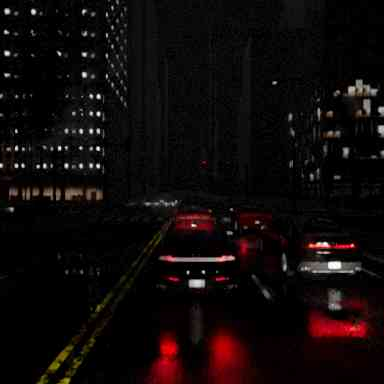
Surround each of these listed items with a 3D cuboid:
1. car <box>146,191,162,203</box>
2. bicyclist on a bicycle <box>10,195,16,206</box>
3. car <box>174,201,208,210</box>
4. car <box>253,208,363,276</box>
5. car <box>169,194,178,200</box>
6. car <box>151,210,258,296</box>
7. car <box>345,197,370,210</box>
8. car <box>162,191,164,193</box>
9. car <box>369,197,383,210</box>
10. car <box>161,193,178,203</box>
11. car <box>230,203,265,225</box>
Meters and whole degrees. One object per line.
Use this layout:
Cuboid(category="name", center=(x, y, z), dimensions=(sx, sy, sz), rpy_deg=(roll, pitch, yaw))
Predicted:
Cuboid(category="car", center=(-7.272, 1.061, 61.355), dimensions=(2.097, 1.767, 4.553), rpy_deg=(0, 0, -1))
Cuboid(category="bicyclist on a bicycle", center=(-25.210, 1.196, 46.825), dimensions=(0.582, 1.620, 1.656), rpy_deg=(0, 0, 2))
Cuboid(category="car", center=(0.079, 1.401, 18.025), dimensions=(1.882, 1.535, 5.008), rpy_deg=(0, 0, 0))
Cuboid(category="car", center=(3.339, 1.462, 10.202), dimensions=(1.837, 1.490, 4.892), rpy_deg=(0, 0, 0))
Cuboid(category="car", center=(-4.241, 1.184, 76.181), dimensions=(1.994, 1.385, 4.181), rpy_deg=(0, 0, -1))
Cuboid(category="car", center=(0.090, 1.456, 8.528), dimensions=(2.128, 1.511, 4.902), rpy_deg=(0, 0, 0))
Cuboid(category="car", center=(21.420, 1.414, 40.844), dimensions=(4.902, 1.511, 2.128), rpy_deg=(0, -1, 1))
Cuboid(category="car", center=(-7.499, 0.854, 76.605), dimensions=(2.150, 2.045, 5.566), rpy_deg=(0, 0, -1))
Cuboid(category="car", center=(22.952, 1.456, 37.553), dimensions=(4.181, 1.385, 1.994), rpy_deg=(0, -1, 1))
Cuboid(category="car", center=(-4.023, 1.274, 61.430), dimensions=(1.994, 1.385, 4.181), rpy_deg=(0, 0, -1))
Cuboid(category="car", center=(3.328, 1.395, 19.427), dimensions=(1.882, 1.535, 5.008), rpy_deg=(0, 0, 0))
